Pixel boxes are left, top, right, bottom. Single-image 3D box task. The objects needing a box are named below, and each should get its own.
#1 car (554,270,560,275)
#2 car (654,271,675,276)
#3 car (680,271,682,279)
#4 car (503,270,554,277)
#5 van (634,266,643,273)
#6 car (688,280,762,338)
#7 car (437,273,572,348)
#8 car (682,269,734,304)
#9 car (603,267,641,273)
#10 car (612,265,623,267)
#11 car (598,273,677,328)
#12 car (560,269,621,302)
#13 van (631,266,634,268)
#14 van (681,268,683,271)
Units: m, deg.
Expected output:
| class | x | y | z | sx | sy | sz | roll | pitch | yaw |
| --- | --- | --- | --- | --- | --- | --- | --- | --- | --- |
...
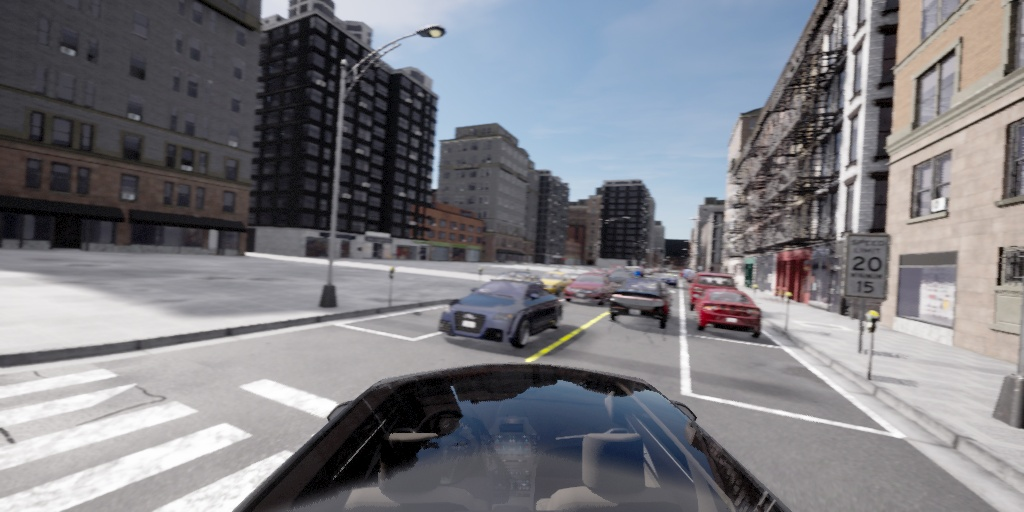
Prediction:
| class | x | y | z | sx | sy | sz | roll | pitch | yaw |
| --- | --- | --- | --- | --- | --- | --- | --- | --- | --- |
| car | 2.423 | 1.506 | 20.910 | 1.751 | 1.417 | 4.829 | 0 | 0 | 25 |
| car | 15.916 | 2.510 | 36.823 | 1.895 | 1.301 | 4.718 | 4 | 0 | 26 |
| car | 21.775 | 2.866 | 43.367 | 2.007 | 1.370 | 4.403 | 0 | 0 | 25 |
| car | 0.089 | 1.356 | 15.922 | 2.007 | 1.370 | 4.403 | 0 | 0 | 25 |
| van | 19.336 | 2.550 | 57.060 | 1.690 | 1.789 | 3.998 | 0 | 0 | 25 |
| car | 7.340 | 1.808 | 12.513 | 1.888 | 1.381 | 4.507 | 0 | 0 | 25 |
| car | -0.078 | 1.333 | 9.479 | 1.994 | 1.385 | 4.181 | 4 | 0 | 25 |
| car | 9.746 | 1.753 | 17.656 | 2.192 | 1.841 | 5.009 | 0 | 0 | 25 |
| car | 8.474 | 1.869 | 27.741 | 1.882 | 1.535 | 5.008 | 4 | 0 | 25 |
| car | 9.713 | 1.946 | 36.491 | 1.967 | 1.591 | 4.097 | 0 | 0 | 25 |
| car | 4.894 | 1.597 | 13.324 | 2.128 | 1.511 | 4.902 | 4 | 0 | 26 |
| car | 4.132 | 1.601 | 18.489 | 1.812 | 1.442 | 4.674 | 4 | 0 | 25 |
| van | 14.524 | 2.198 | 46.776 | 1.690 | 1.789 | 3.998 | 0 | 0 | 25 |
| van | 26.587 | 3.008 | 53.652 | 1.690 | 1.789 | 3.998 | 0 | 0 | 25 |
